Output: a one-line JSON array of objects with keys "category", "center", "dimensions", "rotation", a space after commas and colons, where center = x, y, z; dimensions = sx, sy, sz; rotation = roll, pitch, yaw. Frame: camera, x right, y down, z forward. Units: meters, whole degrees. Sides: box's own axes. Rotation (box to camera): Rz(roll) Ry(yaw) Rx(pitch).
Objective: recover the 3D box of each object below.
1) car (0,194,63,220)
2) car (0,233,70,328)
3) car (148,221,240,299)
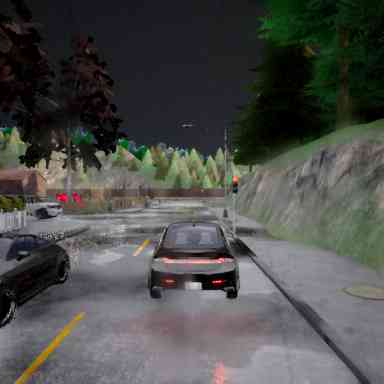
[{"category": "car", "center": [-13.630, 1.222, 27.274], "dimensions": [5.566, 2.045, 2.150], "rotation": [0, 0, -2]}, {"category": "car", "center": [-4.091, 1.564, 6.779], "dimensions": [1.994, 1.385, 4.181], "rotation": [0, 0, 0]}, {"category": "car", "center": [0.054, 1.492, 8.458], "dimensions": [2.128, 1.511, 4.902], "rotation": [0, 0, 1]}]
